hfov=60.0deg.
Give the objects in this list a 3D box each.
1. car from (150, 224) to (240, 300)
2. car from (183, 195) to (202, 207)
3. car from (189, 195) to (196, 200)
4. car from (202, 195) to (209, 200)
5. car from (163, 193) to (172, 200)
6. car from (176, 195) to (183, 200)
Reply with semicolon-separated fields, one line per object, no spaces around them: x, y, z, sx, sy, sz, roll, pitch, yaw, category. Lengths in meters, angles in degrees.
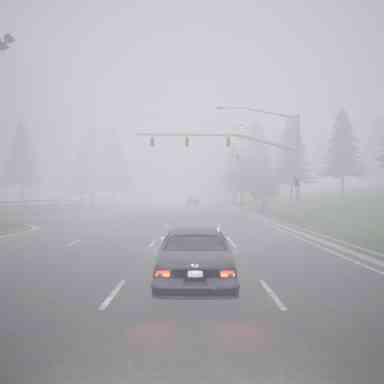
0.080;1.550;8.612;2.033;1.411;5.357;0;0;1;car
0.083;1.368;52.651;2.097;1.767;4.553;0;0;0;car
0.153;1.569;94.127;2.033;1.411;5.357;0;0;0;car
3.653;1.529;94.122;1.837;1.490;4.892;0;0;0;car
-6.847;1.254;94.169;2.150;2.045;5.566;0;0;0;car
-3.347;1.553;94.133;1.812;1.442;4.674;0;0;0;car
